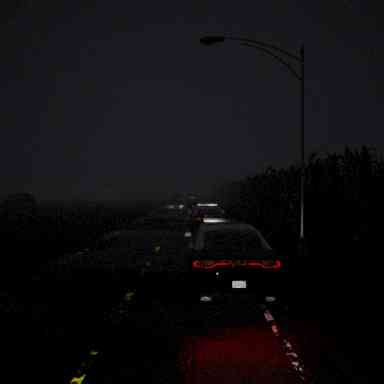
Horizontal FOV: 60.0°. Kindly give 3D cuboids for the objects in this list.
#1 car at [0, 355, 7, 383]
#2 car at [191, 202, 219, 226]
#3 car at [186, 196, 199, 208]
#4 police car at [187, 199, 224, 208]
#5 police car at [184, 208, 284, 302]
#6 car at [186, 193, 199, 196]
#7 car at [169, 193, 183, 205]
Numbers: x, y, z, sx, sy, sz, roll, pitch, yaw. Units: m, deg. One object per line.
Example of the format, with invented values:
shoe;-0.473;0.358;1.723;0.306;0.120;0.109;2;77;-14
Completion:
car;-2.749;1.564;1.445;1.994;1.385;4.181;0;0;0
car;0.856;1.509;24.334;1.812;1.442;4.674;0;0;0
car;0.106;1.549;46.078;1.895;1.301;4.718;0;0;1
police car;0.849;1.415;18.444;1.930;1.638;5.238;0;0;0
police car;0.835;1.423;8.445;1.930;1.638;5.238;0;0;0
car;0.079;1.134;60.043;2.150;2.045;5.566;0;0;0
car;-2.674;1.141;57.737;2.150;2.045;5.566;0;0;0
